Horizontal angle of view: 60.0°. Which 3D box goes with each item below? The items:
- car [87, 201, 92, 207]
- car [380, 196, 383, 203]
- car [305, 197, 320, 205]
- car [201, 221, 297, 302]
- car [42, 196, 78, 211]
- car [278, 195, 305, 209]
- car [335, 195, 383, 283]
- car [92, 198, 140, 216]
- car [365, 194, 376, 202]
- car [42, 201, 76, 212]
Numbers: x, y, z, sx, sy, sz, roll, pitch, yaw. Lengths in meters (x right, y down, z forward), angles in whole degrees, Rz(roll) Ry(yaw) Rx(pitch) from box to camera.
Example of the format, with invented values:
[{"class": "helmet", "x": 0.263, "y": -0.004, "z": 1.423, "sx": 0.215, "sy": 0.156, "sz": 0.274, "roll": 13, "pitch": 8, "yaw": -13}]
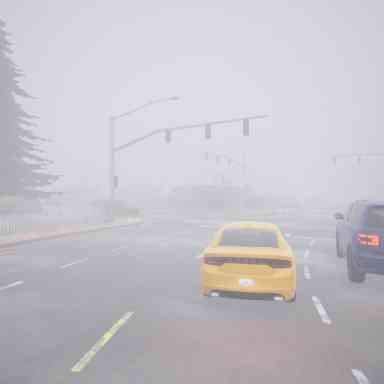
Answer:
[{"class": "car", "x": -9.322, "y": 1.560, "z": 38.132, "sx": 4.892, "sy": 1.490, "sz": 1.837, "roll": 0, "pitch": 0, "yaw": 32}, {"class": "car", "x": 40.485, "y": 1.540, "z": 69.234, "sx": 2.033, "sy": 1.411, "sz": 5.357, "roll": 0, "pitch": 0, "yaw": 31}, {"class": "car", "x": 20.651, "y": 1.526, "z": 57.074, "sx": 1.812, "sy": 1.442, "sz": 4.674, "roll": 0, "pitch": 0, "yaw": 32}, {"class": "car", "x": 1.490, "y": 1.478, "z": 8.426, "sx": 1.882, "sy": 1.535, "sz": 5.008, "roll": 0, "pitch": 0, "yaw": 12}, {"class": "car", "x": -17.048, "y": 1.407, "z": 42.941, "sx": 4.553, "sy": 1.767, "sz": 2.097, "roll": 0, "pitch": 0, "yaw": 32}, {"class": "car", "x": 13.332, "y": 1.547, "z": 45.166, "sx": 2.033, "sy": 1.411, "sz": 5.357, "roll": 0, "pitch": 0, "yaw": 31}, {"class": "car", "x": 5.453, "y": 1.221, "z": 9.459, "sx": 2.150, "sy": 2.045, "sz": 5.566, "roll": 0, "pitch": 0, "yaw": 19}, {"class": "car", "x": -7.255, "y": 1.560, "z": 32.715, "sx": 4.892, "sy": 1.490, "sz": 1.837, "roll": 0, "pitch": 0, "yaw": 34}, {"class": "car", "x": 42.809, "y": 1.355, "z": 79.739, "sx": 2.097, "sy": 1.767, "sz": 4.553, "roll": 0, "pitch": 0, "yaw": 31}, {"class": "car", "x": -15.106, "y": 1.581, "z": 37.607, "sx": 4.674, "sy": 1.442, "sz": 1.812, "roll": 0, "pitch": 0, "yaw": 32}]
